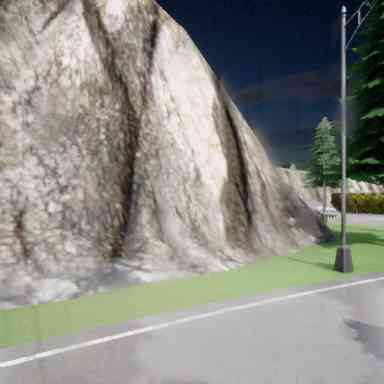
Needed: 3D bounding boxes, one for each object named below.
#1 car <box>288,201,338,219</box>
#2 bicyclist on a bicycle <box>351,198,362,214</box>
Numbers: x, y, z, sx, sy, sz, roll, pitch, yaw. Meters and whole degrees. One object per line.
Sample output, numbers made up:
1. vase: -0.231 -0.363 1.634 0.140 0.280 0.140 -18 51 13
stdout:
1. car: 10.574 1.520 29.433 1.812 1.442 4.674 0 0 -27
2. bicyclist on a bicycle: 16.507 1.446 33.370 1.656 1.620 0.582 0 0 -28
